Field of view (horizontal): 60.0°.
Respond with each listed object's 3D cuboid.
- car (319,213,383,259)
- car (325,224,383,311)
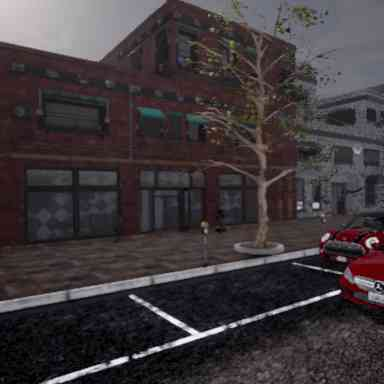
[{"bbox_3d":[5.965,1.420,10.817,4.097,1.590,1.967,0,0,-35],"label":"car"},{"bbox_3d":[5.007,1.511,6.932,4.674,1.442,1.812,0,0,-36],"label":"car"}]
